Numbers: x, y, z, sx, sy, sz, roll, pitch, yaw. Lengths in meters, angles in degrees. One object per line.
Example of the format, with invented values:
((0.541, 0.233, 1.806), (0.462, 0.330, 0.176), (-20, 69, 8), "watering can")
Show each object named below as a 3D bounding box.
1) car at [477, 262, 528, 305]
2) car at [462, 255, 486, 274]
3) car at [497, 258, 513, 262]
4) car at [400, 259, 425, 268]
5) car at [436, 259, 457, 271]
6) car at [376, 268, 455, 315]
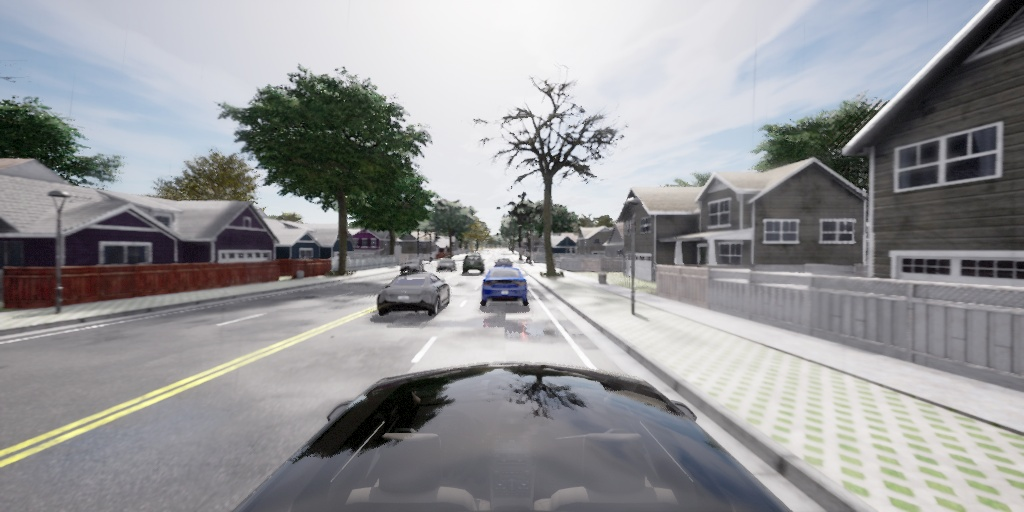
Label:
((-0.333, 1.220, 16.032), (1.882, 1.535, 5.008), (0, 0, -1), "car")
((-4.133, 0.854, 39.254), (2.150, 2.045, 5.566), (0, 0, -1), "car")
((-0.874, 0.993, 38.853), (2.097, 1.767, 4.553), (0, 1, -1), "car")
((-10.827, 1.132, 39.257), (1.837, 1.490, 4.892), (0, 0, -1), "car")
((-7.635, 1.109, 42.030), (1.837, 1.490, 4.892), (0, 0, -1), "car")
((-3.522, 1.304, 13.503), (1.994, 1.385, 4.181), (0, 0, -1), "car")
